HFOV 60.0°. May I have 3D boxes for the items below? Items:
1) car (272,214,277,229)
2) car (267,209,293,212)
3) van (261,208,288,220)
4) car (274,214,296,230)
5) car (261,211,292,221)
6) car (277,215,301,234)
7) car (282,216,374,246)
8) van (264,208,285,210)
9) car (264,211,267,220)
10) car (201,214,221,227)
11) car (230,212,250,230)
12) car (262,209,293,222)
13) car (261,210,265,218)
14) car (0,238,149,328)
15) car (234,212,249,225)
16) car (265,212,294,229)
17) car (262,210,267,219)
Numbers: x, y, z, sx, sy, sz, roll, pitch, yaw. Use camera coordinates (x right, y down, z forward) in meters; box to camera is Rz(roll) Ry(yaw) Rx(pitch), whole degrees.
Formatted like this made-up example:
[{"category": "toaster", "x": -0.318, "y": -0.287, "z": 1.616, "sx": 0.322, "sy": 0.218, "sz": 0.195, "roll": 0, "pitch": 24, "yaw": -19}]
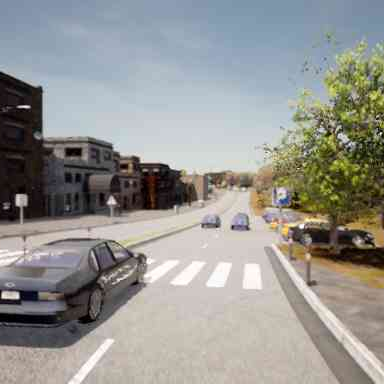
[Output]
[{"category": "car", "x": 9.563, "y": 2.880, "z": 28.126, "sx": 4.792, "sy": 1.488, "sz": 2.163, "roll": 0, "pitch": -2, "yaw": 9}, {"category": "car", "x": 10.848, "y": 3.085, "z": 36.287, "sx": 4.553, "sy": 1.767, "sz": 2.185, "roll": 1, "pitch": -2, "yaw": 9}, {"category": "van", "x": 14.347, "y": 3.785, "z": 58.044, "sx": 4.442, "sy": 1.987, "sz": 1.878, "roll": 1, "pitch": -2, "yaw": 9}, {"category": "car", "x": 9.094, "y": 2.722, "z": 25.419, "sx": 4.892, "sy": 1.521, "sz": 2.231, "roll": 0, "pitch": -3, "yaw": 9}, {"category": "car", "x": 14.005, "y": 3.926, "z": 55.300, "sx": 4.892, "sy": 1.521, "sz": 2.231, "roll": 1, "pitch": -2, "yaw": 9}, {"category": "car", "x": 8.636, "y": 2.592, "z": 22.708, "sx": 5.008, "sy": 1.535, "sz": 2.097, "roll": 0, "pitch": -3, "yaw": 9}, {"category": "car", "x": 8.187, "y": 2.461, "z": 19.993, "sx": 4.892, "sy": 1.521, "sz": 2.231, "roll": 0, "pitch": -3, "yaw": 9}, {"category": "van", "x": 13.233, "y": 3.514, "z": 49.852, "sx": 4.442, "sy": 1.987, "sz": 1.878, "roll": 1, "pitch": -2, "yaw": 9}, {"category": "car", "x": 11.774, "y": 3.471, "z": 41.713, "sx": 4.674, "sy": 1.452, "sz": 2.002, "roll": 0, "pitch": -2, "yaw": 9}, {"category": "car", "x": 2.208, "y": 3.192, "z": 37.481, "sx": 2.033, "sy": 1.411, "sz": 5.357, "roll": 0, "pitch": -2, "yaw": 10}, {"category": "car", "x": 4.970, "y": 3.110, "z": 34.420, "sx": 2.033, "sy": 1.411, "sz": 5.357, "roll": 0, "pitch": -2, "yaw": 10}, {"category": "car", "x": 13.555, "y": 3.714, "z": 52.717, "sx": 4.553, "sy": 1.767, "sz": 2.185, "roll": 0, "pitch": -2, "yaw": 9}, {"category": "car", "x": 12.696, "y": 3.669, "z": 47.143, "sx": 4.792, "sy": 1.488, "sz": 2.163, "roll": 0, "pitch": -2, "yaw": 9}, {"category": "car", "x": -2.502, "y": 1.776, "z": 7.663, "sx": 2.033, "sy": 1.411, "sz": 5.357, "roll": 0, "pitch": -3, "yaw": 7}, {"category": "car", "x": 6.750, "y": 3.511, "z": 45.191, "sx": 1.837, "sy": 1.490, "sz": 4.892, "roll": 0, "pitch": -2, "yaw": 10}, {"category": "car", "x": 9.800, "y": 2.968, "z": 30.883, "sx": 5.366, "sy": 1.575, "sz": 1.946, "roll": 0, "pitch": -2, "yaw": 9}, {"category": "car", "x": 12.191, "y": 3.568, "z": 44.438, "sx": 4.792, "sy": 1.488, "sz": 2.163, "roll": 0, "pitch": -2, "yaw": 9}]
